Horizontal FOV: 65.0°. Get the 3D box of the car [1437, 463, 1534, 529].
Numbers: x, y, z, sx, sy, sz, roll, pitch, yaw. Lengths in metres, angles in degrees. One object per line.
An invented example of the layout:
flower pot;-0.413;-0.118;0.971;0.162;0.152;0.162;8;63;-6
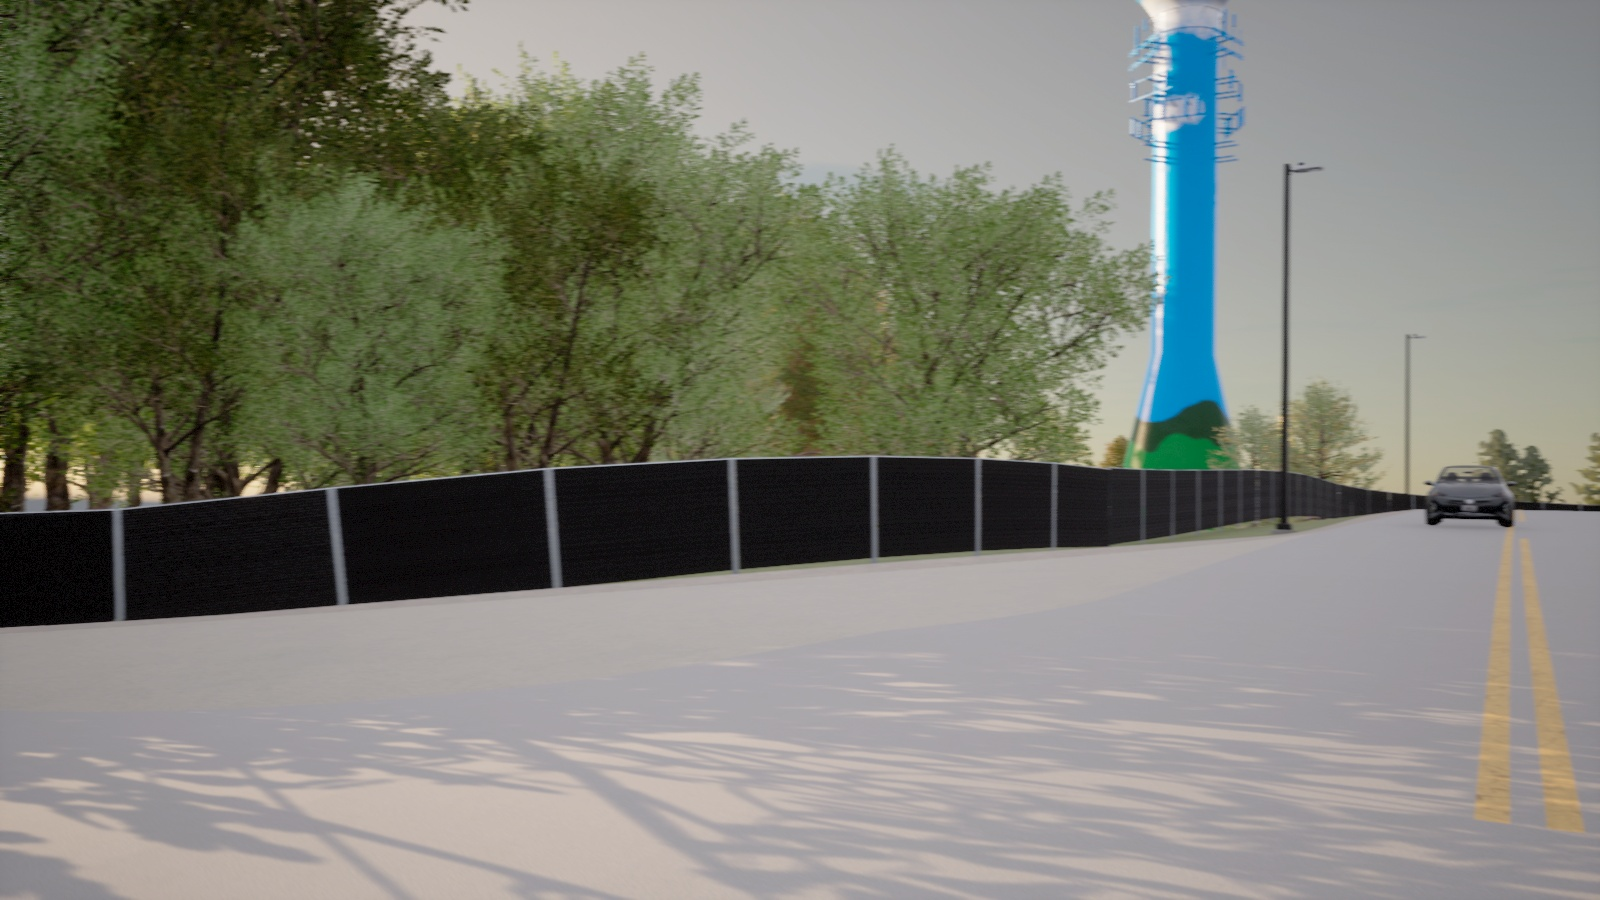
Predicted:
car;17.200;1.130;31.551;2.007;1.525;4.514;0;-2;28
